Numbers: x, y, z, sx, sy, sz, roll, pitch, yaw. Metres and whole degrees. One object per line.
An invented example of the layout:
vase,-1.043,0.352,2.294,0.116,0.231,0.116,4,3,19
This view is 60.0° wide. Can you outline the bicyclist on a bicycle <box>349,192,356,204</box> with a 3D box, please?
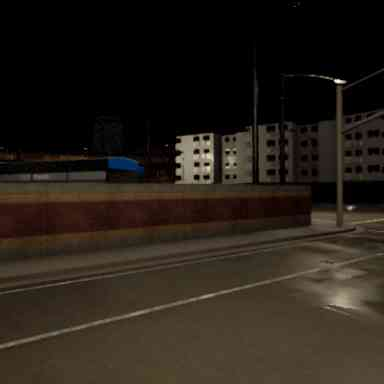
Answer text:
bicyclist on a bicycle,22.637,0.887,46.946,1.656,1.620,0.582,-1,1,-35
